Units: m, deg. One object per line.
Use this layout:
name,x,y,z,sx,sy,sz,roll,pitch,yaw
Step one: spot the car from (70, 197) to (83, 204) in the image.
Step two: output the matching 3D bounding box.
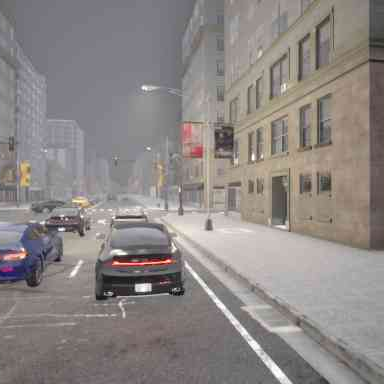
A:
car,-23.362,1.620,67.586,1.895,1.301,4.718,0,0,-11

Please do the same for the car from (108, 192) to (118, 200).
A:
car,-20.852,1.119,87.980,2.150,2.045,5.566,0,0,-11

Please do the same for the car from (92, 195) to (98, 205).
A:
car,-18.175,1.375,58.038,2.097,1.767,4.553,0,0,-12

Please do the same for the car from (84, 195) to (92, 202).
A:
car,-16.372,1.498,48.952,1.882,1.535,5.008,0,0,-11

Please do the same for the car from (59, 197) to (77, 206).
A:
car,-21.437,1.571,57.745,2.033,1.411,5.357,0,0,-11

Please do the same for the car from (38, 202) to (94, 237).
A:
car,-6.606,1.510,17.998,1.837,1.490,4.892,0,0,-11

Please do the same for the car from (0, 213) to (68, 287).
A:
car,-4.793,1.528,9.032,1.812,1.442,4.674,0,0,-11

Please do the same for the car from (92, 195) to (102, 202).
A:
car,-22.057,1.500,77.531,1.837,1.490,4.892,0,0,-11

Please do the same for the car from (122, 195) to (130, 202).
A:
car,-15.928,1.620,80.021,1.895,1.301,4.718,0,0,-11

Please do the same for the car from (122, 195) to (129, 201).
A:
car,-17.907,1.503,89.816,1.882,1.535,5.008,0,0,-11

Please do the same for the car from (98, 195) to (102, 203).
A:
car,-20.059,1.578,67.648,1.994,1.385,4.181,0,0,-11

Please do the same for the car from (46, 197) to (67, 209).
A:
car,-19.583,1.512,48.176,2.128,1.511,4.902,0,0,-14

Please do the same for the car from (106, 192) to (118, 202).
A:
car,-18.788,1.246,77.767,2.150,2.045,5.566,0,0,-11

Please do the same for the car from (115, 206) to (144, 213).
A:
car,-3.311,1.496,17.591,2.128,1.511,4.902,0,0,-11

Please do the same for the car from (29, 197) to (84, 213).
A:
car,-14.299,1.524,34.720,1.837,1.490,4.892,1,1,42

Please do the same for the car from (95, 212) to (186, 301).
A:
car,-1.369,1.506,8.470,1.837,1.490,4.892,0,0,-11
